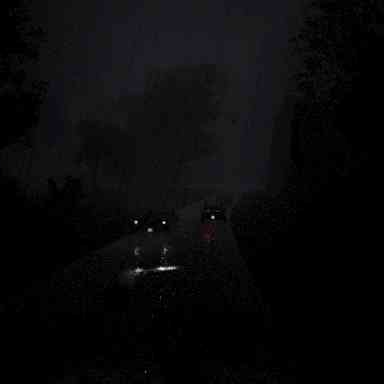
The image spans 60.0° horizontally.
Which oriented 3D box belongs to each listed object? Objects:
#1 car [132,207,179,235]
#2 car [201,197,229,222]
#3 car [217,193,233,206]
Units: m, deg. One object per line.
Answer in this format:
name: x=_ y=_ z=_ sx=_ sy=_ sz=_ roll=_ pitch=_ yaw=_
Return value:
car: x=-1.911 y=1.572 z=18.794 sx=1.895 sy=1.301 sz=4.718 roll=1 pitch=1 yaw=5
car: x=1.701 y=1.415 z=25.281 sx=1.837 sy=1.490 sz=4.892 roll=0 pitch=2 yaw=6
car: x=4.238 y=0.865 z=42.666 sx=2.128 sy=1.511 sz=4.902 roll=1 pitch=3 yaw=10
